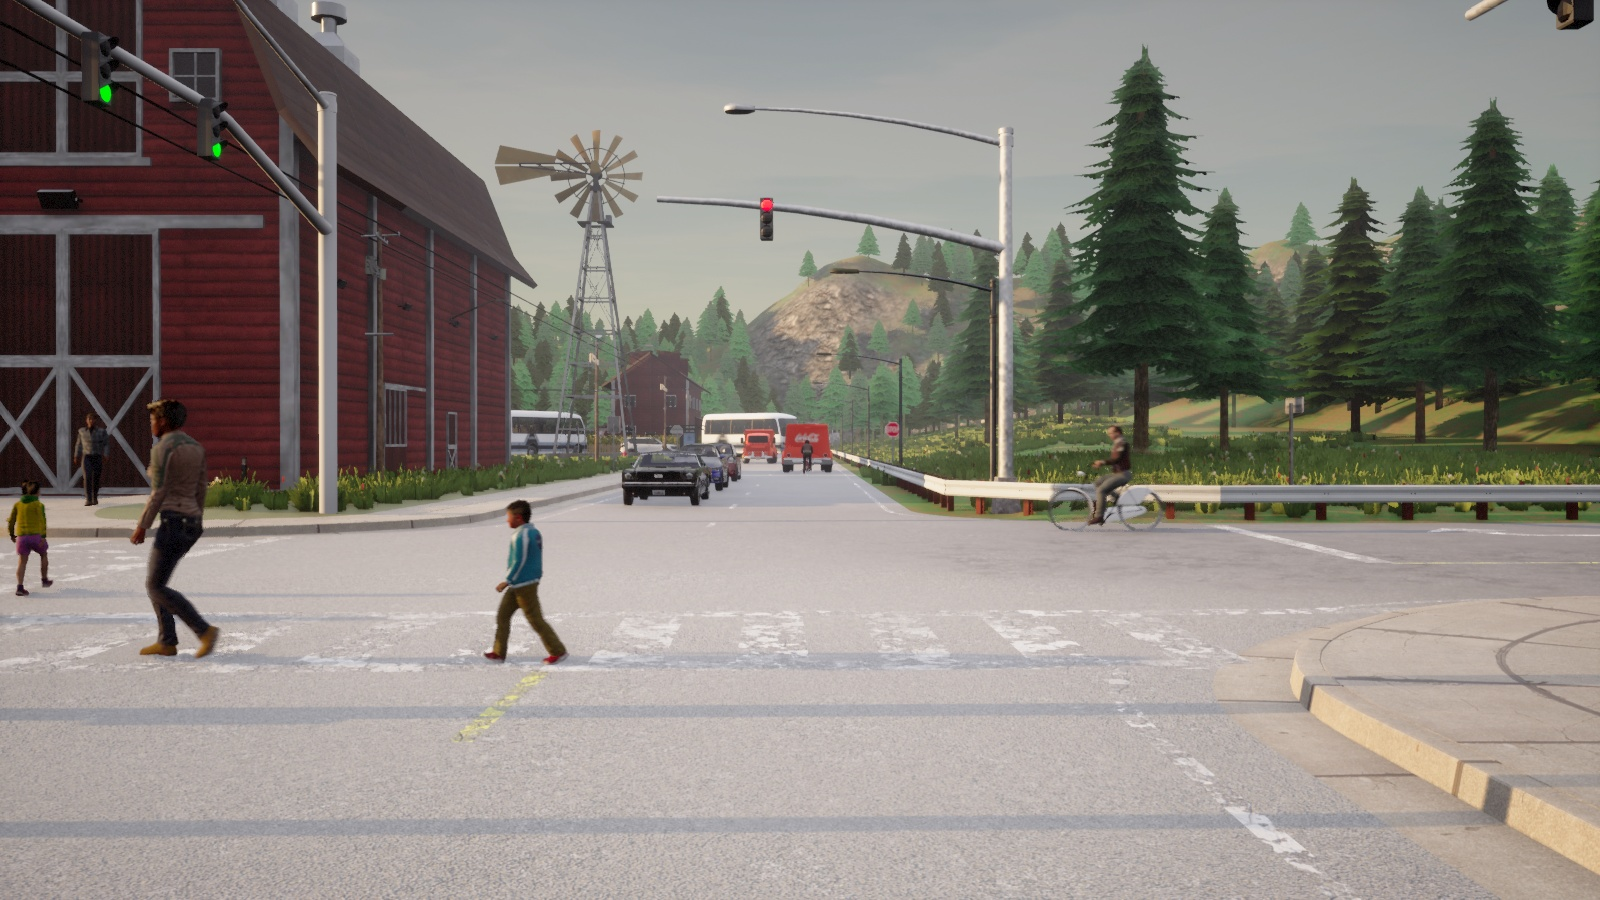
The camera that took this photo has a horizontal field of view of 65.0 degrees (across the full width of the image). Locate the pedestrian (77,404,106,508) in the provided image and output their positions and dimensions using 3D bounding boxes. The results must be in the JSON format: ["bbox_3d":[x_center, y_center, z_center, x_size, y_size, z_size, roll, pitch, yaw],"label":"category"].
[{"bbox_3d":[-13.519,0.113,23.956,0.423,1.949,0.788,0,0,-25],"label":"pedestrian"}]

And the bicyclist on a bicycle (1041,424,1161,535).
[{"bbox_3d":[4.916,0.483,20.599,1.843,1.776,0.659,0,-1,6],"label":"bicyclist on a bicycle"}]

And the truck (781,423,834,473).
[{"bbox_3d":[0.375,-0.111,65.219,2.627,2.467,5.204,0,0,0],"label":"truck"}]

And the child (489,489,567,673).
[{"bbox_3d":[-1.812,0.863,8.390,0.448,1.192,0.343,0,0,0],"label":"child"}]

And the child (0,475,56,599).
[{"bbox_3d":[-7.444,0.828,12.099,0.299,1.160,0.473,0,0,-4],"label":"child"}]

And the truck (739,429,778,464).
[{"bbox_3d":[-2.972,-0.259,91.542,2.627,2.467,5.204,0,0,0],"label":"truck"}]

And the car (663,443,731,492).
[{"bbox_3d":[-3.261,0.529,40.469,1.816,1.474,4.193,0,0,0],"label":"car"}]

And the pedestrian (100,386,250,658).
[{"bbox_3d":[-4.245,0.478,8.543,0.869,1.805,0.328,0,0,6],"label":"pedestrian"}]

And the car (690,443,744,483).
[{"bbox_3d":[-3.213,0.479,49.318,1.845,1.501,3.633,0,0,0],"label":"car"}]

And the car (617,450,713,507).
[{"bbox_3d":[-3.310,0.665,31.709,1.895,1.301,4.718,0,0,0],"label":"car"}]
